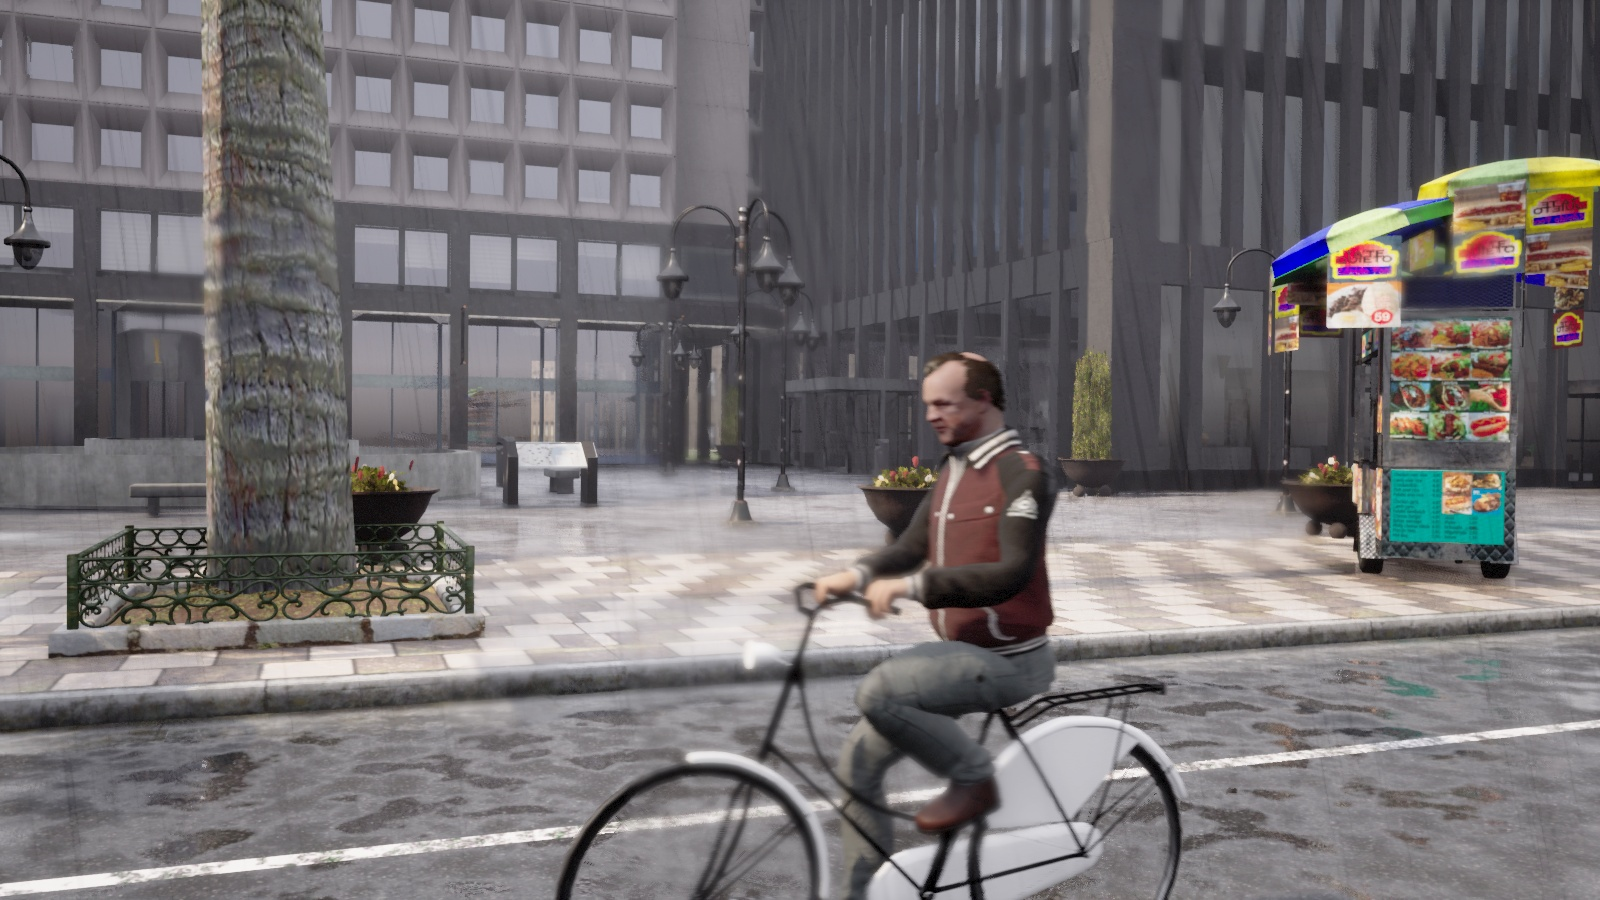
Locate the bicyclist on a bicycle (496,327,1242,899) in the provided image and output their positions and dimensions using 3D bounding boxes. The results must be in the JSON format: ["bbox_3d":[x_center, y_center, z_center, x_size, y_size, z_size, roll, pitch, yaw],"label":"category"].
[{"bbox_3d":[0.192,0.613,3.310,1.843,1.776,0.659,-1,1,-21],"label":"bicyclist on a bicycle"}]
